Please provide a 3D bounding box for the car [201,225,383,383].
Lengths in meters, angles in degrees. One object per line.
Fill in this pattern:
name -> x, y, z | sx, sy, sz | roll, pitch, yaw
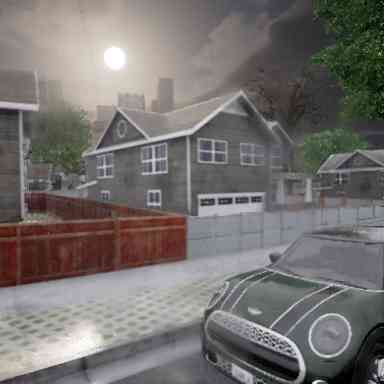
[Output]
car -> 2.312, 1.364, 4.940 | 4.553, 1.767, 2.097 | 0, 0, -38
